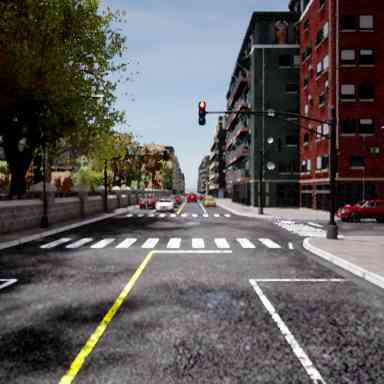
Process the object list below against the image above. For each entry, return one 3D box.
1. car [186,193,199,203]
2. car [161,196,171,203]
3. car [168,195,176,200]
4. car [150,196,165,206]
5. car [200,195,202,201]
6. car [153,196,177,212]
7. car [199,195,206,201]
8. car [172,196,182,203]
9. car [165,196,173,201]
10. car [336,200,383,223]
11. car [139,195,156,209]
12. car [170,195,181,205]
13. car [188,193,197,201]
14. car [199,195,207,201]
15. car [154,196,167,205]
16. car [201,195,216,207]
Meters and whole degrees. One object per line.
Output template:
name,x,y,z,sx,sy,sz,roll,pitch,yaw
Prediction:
car,0.039,1.195,69.280,2.150,2.045,5.566,0,0,0
car,-5.654,1.555,71.612,1.802,1.307,4.206,0,0,0
car,-5.642,1.504,93.583,1.752,1.417,4.829,0,0,0
car,-5.663,1.413,55.006,1.967,1.590,4.097,0,0,0
car,2.718,1.518,55.002,1.887,1.381,4.507,0,0,0
car,-3.047,1.501,38.037,1.812,1.442,4.674,0,0,0
car,2.736,1.522,88.214,1.887,1.381,4.507,0,0,0
car,-2.962,1.499,67.689,1.812,1.442,4.674,0,0,0
car,-5.647,1.557,82.683,1.802,1.307,4.206,0,0,0
car,14.631,1.569,27.352,5.009,1.841,2.192,1,-1,0
car,-5.669,1.289,43.936,2.192,1.841,5.009,0,0,0
car,-3.067,1.521,47.672,2.033,1.411,5.357,0,0,0
car,0.044,1.242,79.640,2.097,1.767,4.553,0,0,0
car,2.733,1.520,82.679,1.887,1.381,4.507,0,0,0
car,-5.660,1.518,60.542,1.887,1.381,4.507,0,0,0
car,2.715,1.498,49.637,1.752,1.417,4.829,0,0,0
